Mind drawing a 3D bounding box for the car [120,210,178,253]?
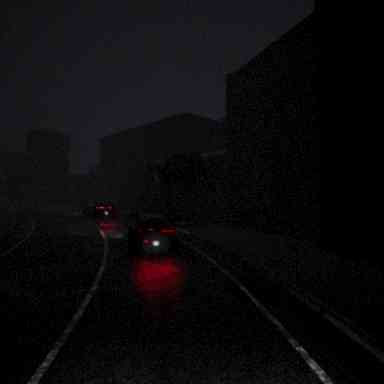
[{"bbox_3d":[-1.857,1.522,13.960,1.837,1.490,4.892,1,0,-15],"label":"car"}]

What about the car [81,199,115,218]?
[{"bbox_3d":[-7.948,1.357,28.147,1.837,1.490,4.892,3,0,-32],"label":"car"}]
